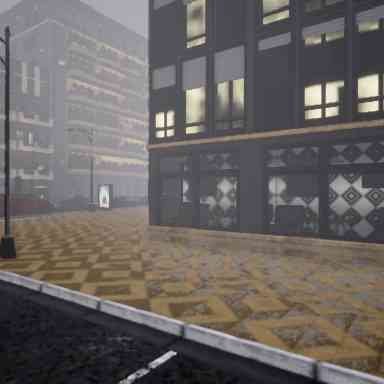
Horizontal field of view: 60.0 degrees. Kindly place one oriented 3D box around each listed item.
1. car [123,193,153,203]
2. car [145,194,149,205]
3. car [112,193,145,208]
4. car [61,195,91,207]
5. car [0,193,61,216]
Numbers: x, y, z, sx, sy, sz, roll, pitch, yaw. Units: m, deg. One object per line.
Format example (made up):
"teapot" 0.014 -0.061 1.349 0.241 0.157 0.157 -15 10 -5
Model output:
"car" -8.187 0.833 50.545 2.008 1.369 4.403 1 2 35
"car" -4.467 0.967 41.249 1.947 1.339 4.313 1 2 35
"car" -7.648 1.071 36.705 1.947 1.339 4.313 1 2 35
"car" -14.549 1.073 41.460 1.802 1.307 4.206 1 2 35
"car" -14.010 1.028 27.611 2.192 1.841 5.009 1 2 35
